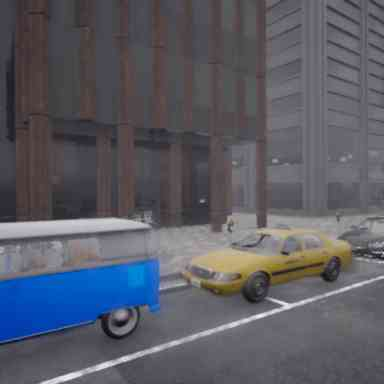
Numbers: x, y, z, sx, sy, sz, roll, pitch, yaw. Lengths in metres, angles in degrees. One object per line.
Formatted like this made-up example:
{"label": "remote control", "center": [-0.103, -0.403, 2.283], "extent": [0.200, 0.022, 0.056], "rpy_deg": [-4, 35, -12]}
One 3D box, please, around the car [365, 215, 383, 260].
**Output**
{"label": "car", "center": [6.767, 1.499, 11.483], "extent": [4.403, 1.369, 2.008], "rpy_deg": [0, 0, -36]}

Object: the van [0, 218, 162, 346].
{"label": "van", "center": [-2.410, 1.337, 4.934], "extent": [3.998, 1.788, 1.690], "rpy_deg": [0, 0, -36]}

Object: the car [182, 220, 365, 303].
{"label": "car", "center": [2.041, 1.498, 8.110], "extent": [4.829, 1.417, 1.752], "rpy_deg": [0, 0, -36]}
